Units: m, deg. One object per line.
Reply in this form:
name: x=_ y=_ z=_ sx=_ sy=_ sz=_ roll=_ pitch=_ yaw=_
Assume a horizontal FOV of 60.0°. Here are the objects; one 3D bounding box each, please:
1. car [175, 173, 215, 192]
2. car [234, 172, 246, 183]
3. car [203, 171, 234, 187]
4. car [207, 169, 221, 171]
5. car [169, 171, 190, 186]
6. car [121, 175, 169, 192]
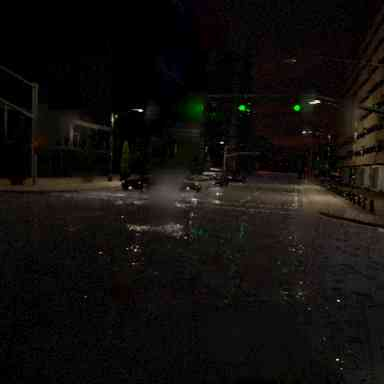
car: x=0.346 y=-0.752 z=30.430 sx=1.895 sy=1.301 sz=4.718 roll=4 pitch=5 yaw=17
car: x=7.160 y=-2.323 z=52.065 sx=2.097 sy=1.767 sz=4.553 roll=4 pitch=5 yaw=18
car: x=3.137 y=-1.406 z=39.330 sx=2.128 sy=1.511 sz=4.902 roll=4 pitch=5 yaw=17
car: x=3.229 y=-2.567 z=51.199 sx=2.150 sy=2.045 sz=5.566 roll=4 pitch=4 yaw=17
car: x=-1.275 y=-1.565 z=36.894 sx=2.097 sy=1.767 sz=4.553 roll=4 pitch=4 yaw=17
car: x=-4.056 y=-0.779 z=28.086 sx=1.895 sy=1.301 sz=4.718 roll=4 pitch=5 yaw=20
